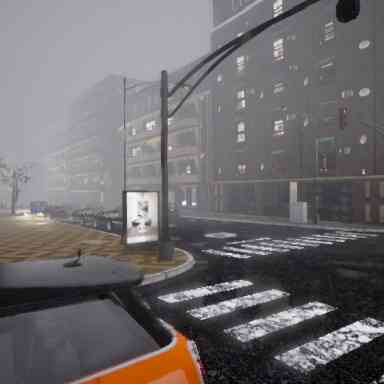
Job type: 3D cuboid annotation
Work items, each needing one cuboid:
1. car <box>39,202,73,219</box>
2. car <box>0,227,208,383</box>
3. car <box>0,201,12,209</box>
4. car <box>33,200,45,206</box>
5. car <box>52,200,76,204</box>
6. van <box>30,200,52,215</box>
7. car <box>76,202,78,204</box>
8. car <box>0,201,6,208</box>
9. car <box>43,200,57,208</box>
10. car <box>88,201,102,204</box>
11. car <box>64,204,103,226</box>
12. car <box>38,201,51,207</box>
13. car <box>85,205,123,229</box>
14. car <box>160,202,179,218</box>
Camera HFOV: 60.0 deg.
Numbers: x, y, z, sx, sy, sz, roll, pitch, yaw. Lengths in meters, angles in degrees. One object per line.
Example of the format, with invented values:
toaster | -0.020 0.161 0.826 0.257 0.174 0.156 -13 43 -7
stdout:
car | -14.871 2.114 36.124 1.887 1.381 4.507 -2 0 -36
car | -2.080 1.351 1.894 4.553 1.767 2.097 0 0 -35
car | -38.062 2.702 68.340 2.008 1.369 4.403 -2 0 -36
car | -37.797 2.795 82.275 1.887 1.381 4.507 -2 0 -36
car | -21.194 2.365 54.908 1.994 1.385 4.181 -1 -1 -36
van | -19.788 2.034 43.013 1.690 1.788 3.998 -2 0 -36
car | -21.480 2.423 59.710 1.802 1.307 4.206 -2 0 -36
car | -44.588 2.860 77.366 1.887 1.381 4.507 -2 0 -36
car | -31.274 2.526 73.249 1.967 1.590 4.097 -2 0 -36
car | -14.954 2.117 50.687 1.967 1.590 4.097 -2 0 -36
car | -8.797 1.968 27.646 2.008 1.369 4.403 -2 0 -36
car | -34.533 2.734 77.762 1.947 1.339 4.313 -2 0 -36
car | -5.534 1.887 23.133 2.008 1.369 4.403 -2 0 -36
car | -3.110 1.823 34.520 1.967 1.590 4.097 -2 0 -36
